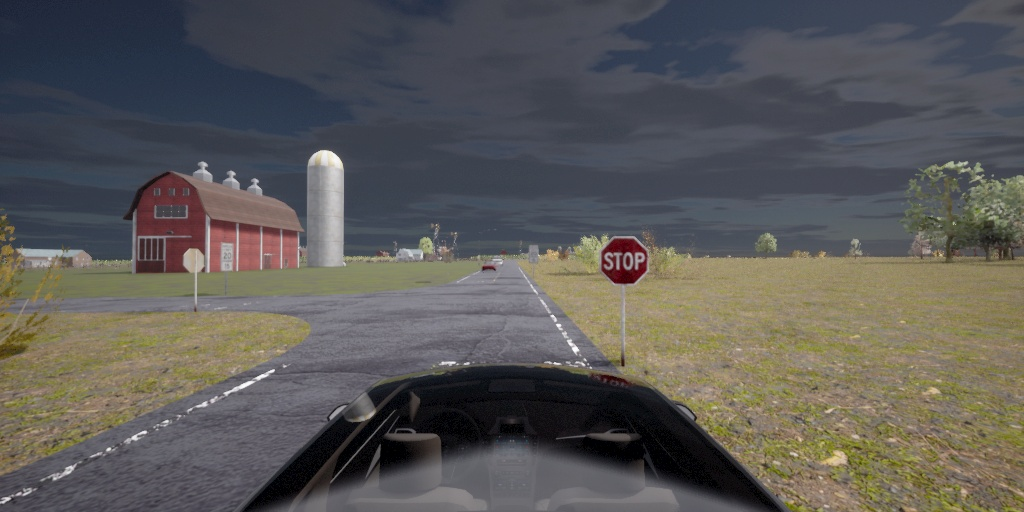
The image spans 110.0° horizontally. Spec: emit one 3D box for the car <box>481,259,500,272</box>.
[{"bbox_3d":[-2.878,1.388,46.093,1.895,1.301,4.718,0,0,0],"label":"car"}]
